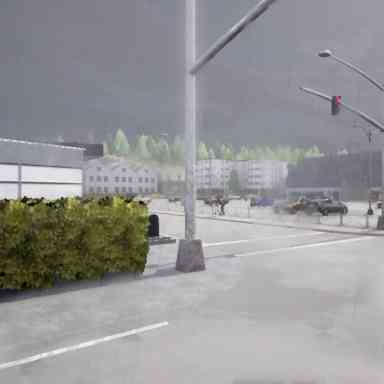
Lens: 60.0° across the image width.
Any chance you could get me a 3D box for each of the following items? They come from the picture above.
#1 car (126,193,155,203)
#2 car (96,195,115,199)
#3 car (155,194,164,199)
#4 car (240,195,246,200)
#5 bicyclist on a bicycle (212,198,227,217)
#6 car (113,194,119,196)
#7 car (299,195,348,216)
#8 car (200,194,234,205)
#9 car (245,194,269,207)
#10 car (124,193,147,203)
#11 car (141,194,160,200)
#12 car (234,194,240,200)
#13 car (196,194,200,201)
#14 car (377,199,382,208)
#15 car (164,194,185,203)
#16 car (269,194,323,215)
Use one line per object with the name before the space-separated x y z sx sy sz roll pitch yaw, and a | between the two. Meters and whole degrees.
car | -9.386 1.361 60.531 3.806 1.475 1.970 0 0 -35
car | -11.427 1.505 41.311 1.837 1.490 4.892 0 0 -35
car | -8.901 1.286 88.192 5.008 1.535 1.882 0 0 -35
car | 13.600 1.154 72.786 5.027 1.636 2.152 0 0 -35
bicyclist on a bicycle | 2.337 1.301 27.998 1.656 1.620 0.582 0 0 -35
car | -19.772 1.334 84.911 4.902 1.511 2.128 0 0 -35
car | 12.095 1.340 29.923 4.514 1.523 2.007 0 0 -35
car | 4.091 1.298 54.791 4.514 1.523 2.007 0 0 -35
car | 9.773 1.320 46.571 3.633 1.501 1.845 0 0 -35
car | -10.787 1.077 63.608 3.866 1.878 1.905 0 0 -35
car | -11.356 1.286 90.748 5.008 1.535 1.882 0 0 -35
car | 9.663 1.232 77.864 3.806 1.475 1.970 0 0 -35
car | 1.786 1.298 76.835 4.514 1.523 2.007 0 0 -35
car | 25.650 1.384 43.025 3.806 1.475 1.970 0 0 -35
car | -2.453 1.097 65.414 4.605 1.855 1.932 0 0 -35
car | 10.258 1.330 32.465 5.027 1.636 2.152 0 0 -35
